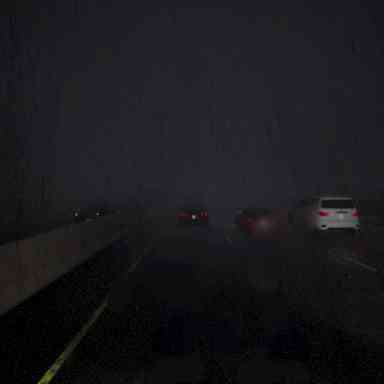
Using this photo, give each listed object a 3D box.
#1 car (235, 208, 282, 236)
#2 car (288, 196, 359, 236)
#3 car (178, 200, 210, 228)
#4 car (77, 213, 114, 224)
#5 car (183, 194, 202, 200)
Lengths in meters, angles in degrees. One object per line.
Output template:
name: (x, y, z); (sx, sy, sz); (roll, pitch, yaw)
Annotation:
car: (3.606, 1.557, 18.568); (1.994, 1.385, 4.181); (0, 0, 0)
car: (7.095, 1.214, 18.517); (2.150, 2.045, 5.566); (0, 0, 0)
car: (0.108, 1.496, 21.918); (2.163, 1.488, 4.792); (0, 0, 0)
car: (-7.092, 1.592, 24.620); (1.895, 1.301, 4.718); (0, 0, 0)
car: (0.104, 1.206, 42.068); (2.150, 2.045, 5.566); (0, 0, -1)
